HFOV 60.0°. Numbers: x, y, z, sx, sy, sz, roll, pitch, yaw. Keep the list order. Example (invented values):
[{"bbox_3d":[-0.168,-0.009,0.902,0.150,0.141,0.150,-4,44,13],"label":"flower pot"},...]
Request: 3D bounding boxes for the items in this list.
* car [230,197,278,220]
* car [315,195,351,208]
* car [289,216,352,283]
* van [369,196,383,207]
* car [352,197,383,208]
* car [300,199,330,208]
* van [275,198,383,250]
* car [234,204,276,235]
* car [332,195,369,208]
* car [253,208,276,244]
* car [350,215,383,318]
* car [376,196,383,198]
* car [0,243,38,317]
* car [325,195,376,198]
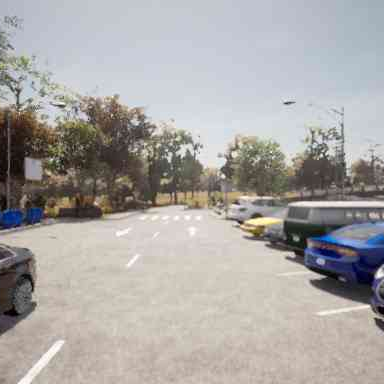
[{"bbox_3d":[5.408,1.382,23.782,5.566,2.045,2.435,1,-1,-20],"label":"car"},{"bbox_3d":[24.021,1.606,56.902,2.435,2.045,5.566,0,-1,-21],"label":"car"},{"bbox_3d":[5.375,1.539,8.744,5.008,1.535,2.097,1,-1,-20],"label":"car"},{"bbox_3d":[33.057,1.639,57.212,1.878,1.987,4.442,0,-1,-21],"label":"van"},{"bbox_3d":[30.077,1.736,57.062,2.185,1.767,4.553,1,-1,-21],"label":"car"},{"bbox_3d":[20.998,1.884,56.820,2.163,1.488,4.792,0,-1,-21],"label":"car"},{"bbox_3d":[5.498,1.334,11.790,4.442,1.987,1.878,1,-1,-20],"label":"van"},{"bbox_3d":[5.214,1.590,17.688,5.366,1.575,1.946,1,0,-20],"label":"car"},{"bbox_3d":[27.081,1.607,56.936,2.435,2.045,5.566,1,-1,-22],"label":"car"},{"bbox_3d":[5.394,1.617,14.746,4.674,1.452,2.002,1,0,-20],"label":"car"},{"bbox_3d":[5.411,1.396,5.741,4.553,1.767,2.185,1,0,-20],"label":"car"},{"bbox_3d":[24.267,1.495,39.955,2.435,2.045,5.566,0,1,-21],"label":"car"},{"bbox_3d":[-4.023,1.520,4.763,2.128,1.511,4.902,0,0,0],"label":"car"},{"bbox_3d":[18.386,1.491,39.764,2.435,2.045,5.566,0,0,-21],"label":"car"}]
